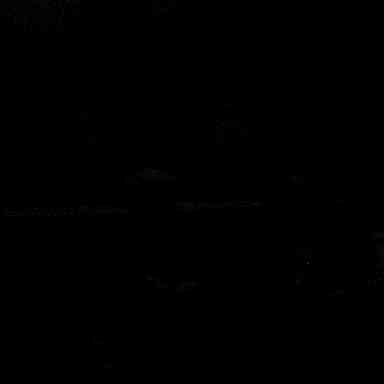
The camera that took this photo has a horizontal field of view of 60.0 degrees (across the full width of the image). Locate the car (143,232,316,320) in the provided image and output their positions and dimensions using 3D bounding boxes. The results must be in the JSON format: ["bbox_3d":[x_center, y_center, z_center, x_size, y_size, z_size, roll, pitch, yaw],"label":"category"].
[{"bbox_3d":[1.000,1.582,7.261,4.206,1.307,1.802,0,0,-35],"label":"car"}]

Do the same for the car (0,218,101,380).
[{"bbox_3d":[-3.631,1.315,3.968,5.009,1.841,2.192,0,0,-35],"label":"car"}]
